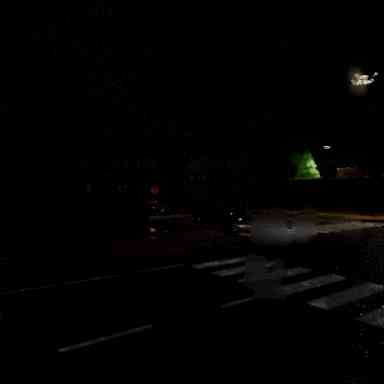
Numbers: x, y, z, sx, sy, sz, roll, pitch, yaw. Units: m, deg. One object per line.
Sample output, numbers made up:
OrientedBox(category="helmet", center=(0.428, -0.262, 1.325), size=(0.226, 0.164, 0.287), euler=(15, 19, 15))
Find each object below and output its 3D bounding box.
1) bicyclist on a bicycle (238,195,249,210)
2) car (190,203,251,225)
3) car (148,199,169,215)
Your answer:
OrientedBox(category="bicyclist on a bicycle", center=(5.302, 1.124, 34.310), size=(1.656, 1.620, 0.582), euler=(-1, 0, -35))
OrientedBox(category="car", center=(1.921, 1.482, 23.549), size=(1.895, 1.301, 4.718), euler=(0, 0, -35))
OrientedBox(category="car", center=(-4.018, 1.407, 31.966), size=(1.812, 1.442, 4.674), euler=(0, 0, -35))
